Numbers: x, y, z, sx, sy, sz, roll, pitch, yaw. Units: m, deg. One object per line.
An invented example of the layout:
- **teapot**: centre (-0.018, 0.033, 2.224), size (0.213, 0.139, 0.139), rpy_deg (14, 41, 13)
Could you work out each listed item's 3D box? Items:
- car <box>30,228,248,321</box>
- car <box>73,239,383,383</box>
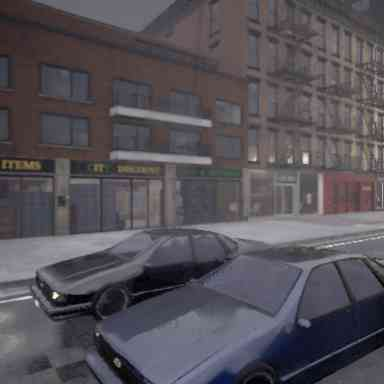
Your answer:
- **car**: centre (-0.502, 1.533, 7.295), size (5.357, 1.411, 2.033), rpy_deg (0, 0, -35)
- **car**: centre (1.400, 1.533, 4.660), size (5.357, 1.411, 2.033), rpy_deg (0, 0, -35)
